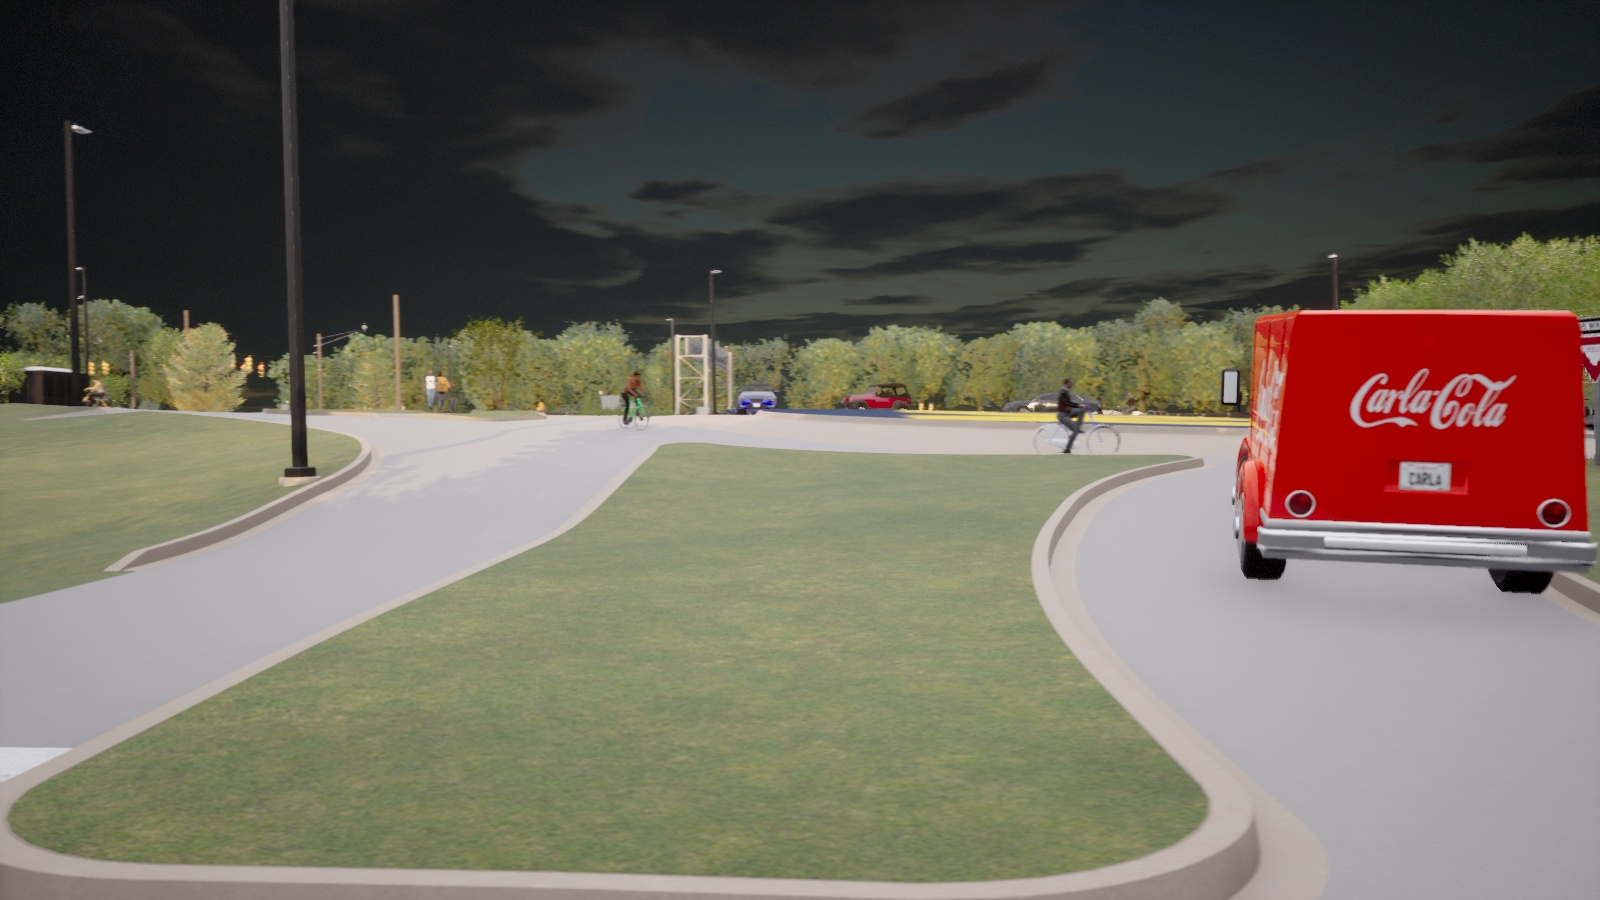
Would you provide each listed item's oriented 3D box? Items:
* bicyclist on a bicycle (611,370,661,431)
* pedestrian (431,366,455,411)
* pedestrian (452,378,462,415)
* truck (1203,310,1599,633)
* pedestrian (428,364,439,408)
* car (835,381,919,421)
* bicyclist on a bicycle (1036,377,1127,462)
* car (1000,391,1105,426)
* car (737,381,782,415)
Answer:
[{"bbox_3d":[-4.523,-1.371,34.530,0.582,1.620,1.656,-1,5,-37],"label":"bicyclist on a bicycle"},{"bbox_3d":[-15.347,-2.639,53.980,0.874,1.855,0.900,-1,1,-19],"label":"pedestrian"},{"bbox_3d":[-17.281,-2.670,63.302,0.353,1.847,0.614,-1,1,-6],"label":"pedestrian"},{"bbox_3d":[5.548,-0.062,12.458,2.627,2.467,5.204,2,5,15],"label":"truck"},{"bbox_3d":[-15.476,-2.706,53.026,0.354,1.836,0.706,-1,1,-14],"label":"pedestrian"},{"bbox_3d":[3.968,-2.535,65.142,3.866,1.878,1.905,1,0,-21],"label":"car"},{"bbox_3d":[6.071,-0.646,27.078,1.843,1.776,0.659,0,0,19],"label":"bicyclist on a bicycle"},{"bbox_3d":[12.485,-2.036,62.276,4.892,1.490,1.837,2,-1,6],"label":"car"},{"bbox_3d":[-1.790,-2.316,56.750,1.816,1.474,4.193,1,2,1],"label":"car"}]
